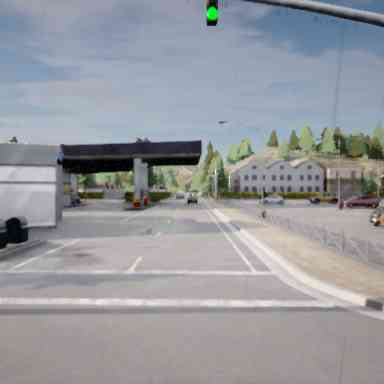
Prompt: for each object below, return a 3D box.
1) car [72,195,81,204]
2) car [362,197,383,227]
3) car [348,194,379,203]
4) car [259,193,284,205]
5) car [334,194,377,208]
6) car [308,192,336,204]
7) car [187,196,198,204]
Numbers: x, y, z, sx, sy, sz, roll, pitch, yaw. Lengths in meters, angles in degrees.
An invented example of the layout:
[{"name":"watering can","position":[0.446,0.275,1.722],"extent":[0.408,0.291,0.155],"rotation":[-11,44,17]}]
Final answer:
[{"name":"car","position":[-20.715,1.384,56.986],"extent":[2.242,1.667,4.611],"rotation":[0,0,0]},{"name":"car","position":[12.944,1.299,19.049],"extent":[5.027,1.636,2.152],"rotation":[0,0,0]},{"name":"car","position":[31.146,1.197,60.391],"extent":[4.514,1.523,2.007],"rotation":[0,0,0]},{"name":"car","position":[12.696,1.272,53.306],"extent":[3.806,1.475,1.970],"rotation":[0,0,0]},{"name":"car","position":[20.535,1.230,40.932],"extent":[4.514,1.523,2.007],"rotation":[0,0,0]},{"name":"car","position":[21.175,1.008,53.392],"extent":[4.605,1.855,1.932],"rotation":[0,0,0]},{"name":"car","position":[0.114,1.388,61.514],"extent":[2.128,1.511,4.902],"rotation":[0,0,0]}]
